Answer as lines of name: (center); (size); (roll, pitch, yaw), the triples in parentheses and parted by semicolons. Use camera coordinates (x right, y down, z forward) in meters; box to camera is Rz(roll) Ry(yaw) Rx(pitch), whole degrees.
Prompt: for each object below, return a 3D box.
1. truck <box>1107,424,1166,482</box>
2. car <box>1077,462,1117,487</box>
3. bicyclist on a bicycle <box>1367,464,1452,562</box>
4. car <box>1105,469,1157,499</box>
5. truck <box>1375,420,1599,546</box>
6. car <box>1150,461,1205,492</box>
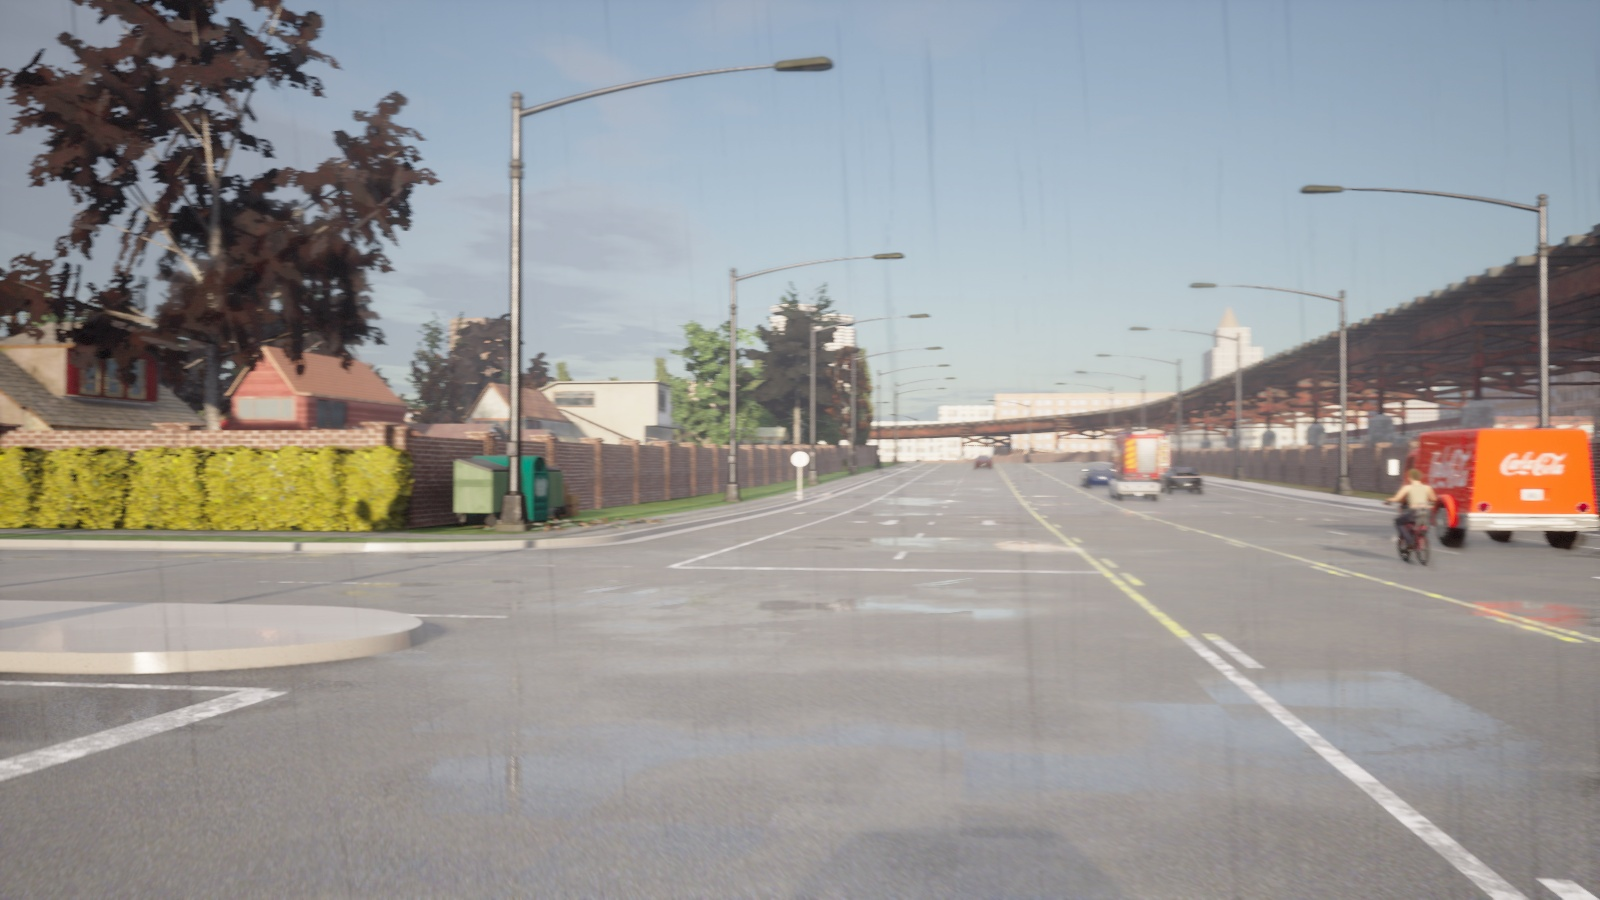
truck: (23.160, 0.184, 86.761); (2.891, 3.827, 8.468); (0, 0, 8)
car: (18.359, 1.502, 77.734); (1.994, 1.385, 4.181); (0, 0, 8)
bicyclist on a bicycle: (10.392, 1.052, 21.469); (0.866, 1.612, 1.509); (0, -1, 8)
car: (15.961, 1.633, 60.770); (1.895, 1.301, 4.718); (0, 0, 8)
truck: (14.770, 0.702, 27.410); (2.627, 2.467, 5.204); (0, -1, 8)
car: (20.623, 1.421, 68.755); (2.128, 1.511, 4.902); (0, 0, 8)
